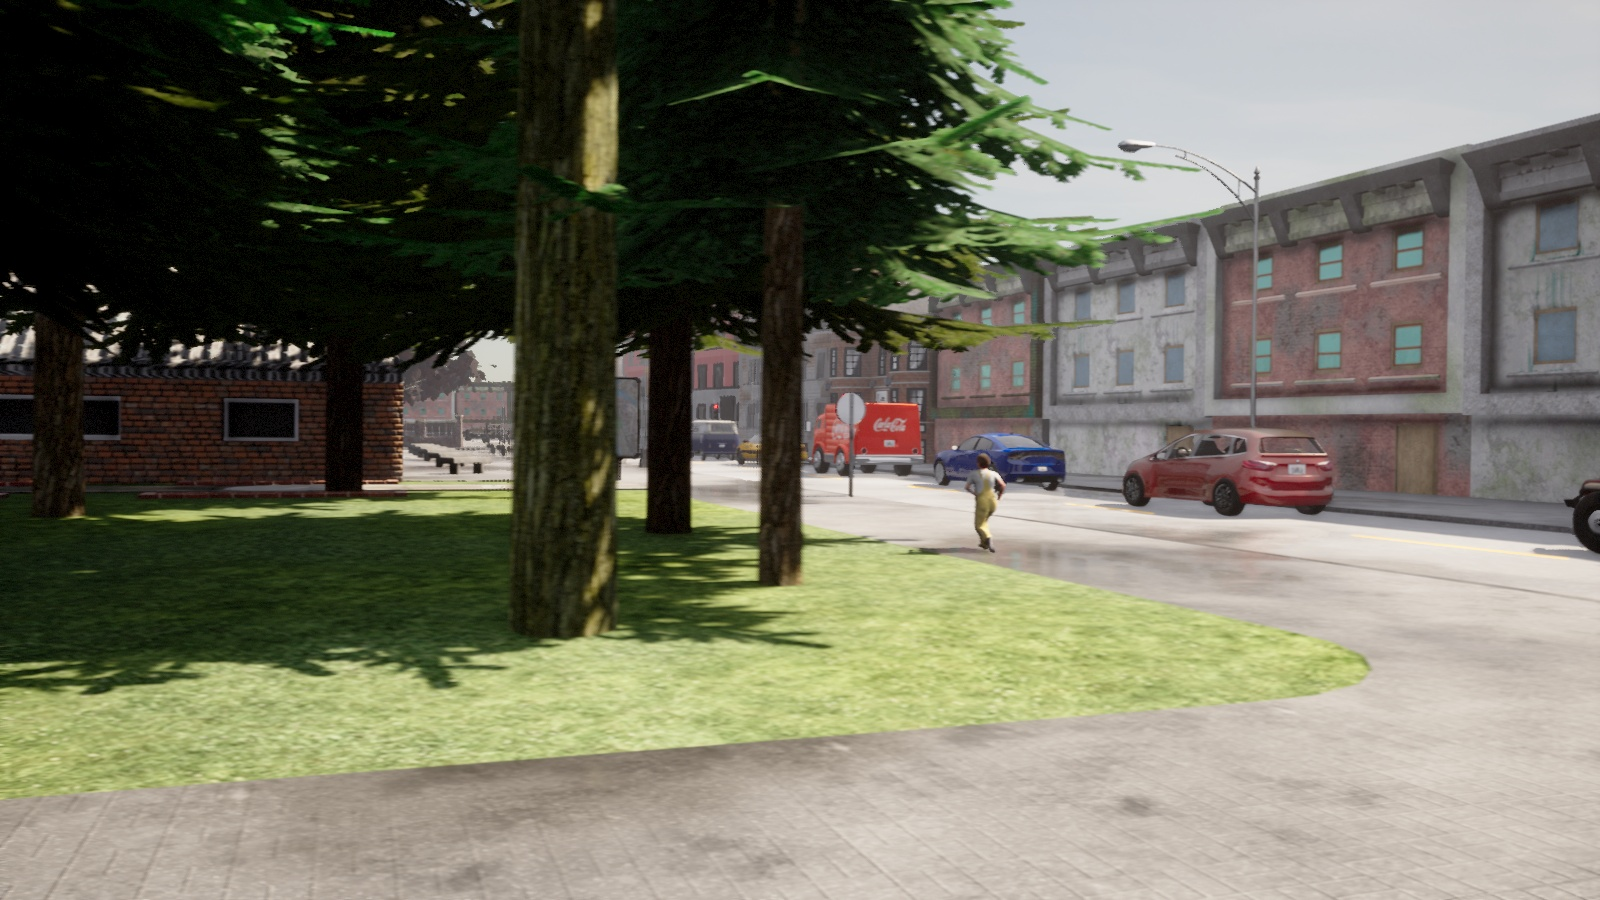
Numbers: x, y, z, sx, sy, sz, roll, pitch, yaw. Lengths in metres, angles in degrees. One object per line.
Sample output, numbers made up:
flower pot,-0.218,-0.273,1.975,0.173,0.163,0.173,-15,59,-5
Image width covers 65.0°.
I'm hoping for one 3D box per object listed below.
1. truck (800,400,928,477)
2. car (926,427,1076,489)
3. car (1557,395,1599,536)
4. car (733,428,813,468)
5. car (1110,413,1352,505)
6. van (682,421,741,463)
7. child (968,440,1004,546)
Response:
truck,2.113,-0.416,43.582,2.627,2.467,5.204,-1,1,-20
car,5.382,0.163,34.356,1.882,1.535,5.008,-1,1,-19
car,11.959,0.210,15.775,1.905,1.878,3.866,-1,1,-19
car,-1.210,-0.104,52.989,1.801,1.575,5.366,-1,1,-19
car,8.548,0.137,25.402,2.242,1.667,4.611,-1,1,-20
van,-4.411,-0.401,61.980,1.775,1.987,4.442,-1,1,-20
child,2.271,0.516,15.336,0.270,1.263,0.437,-1,1,-17
